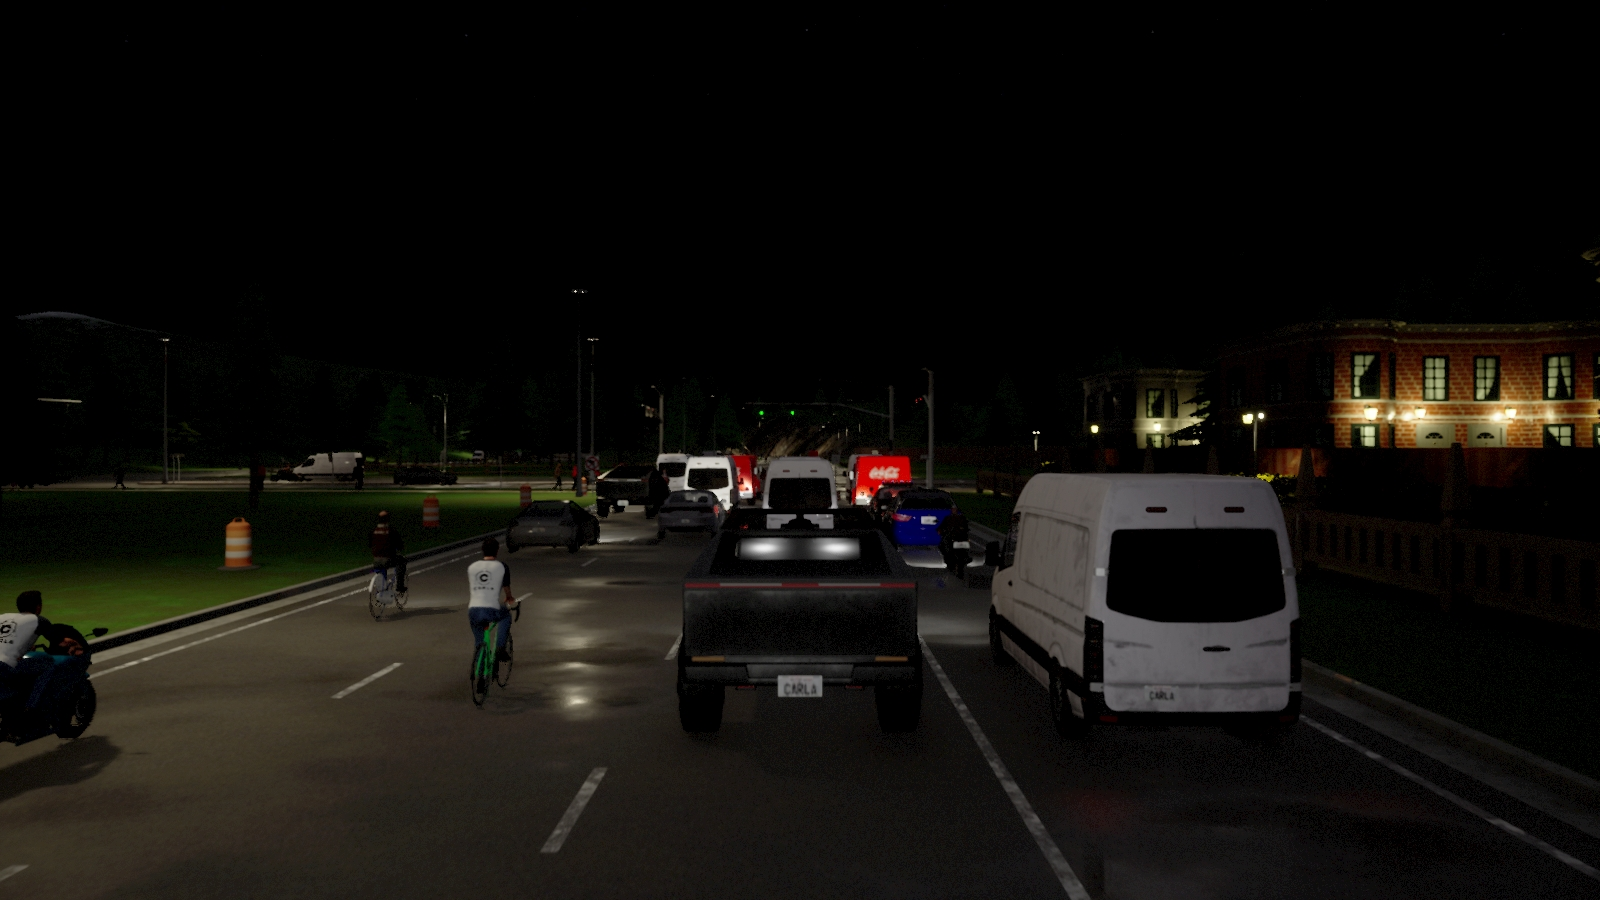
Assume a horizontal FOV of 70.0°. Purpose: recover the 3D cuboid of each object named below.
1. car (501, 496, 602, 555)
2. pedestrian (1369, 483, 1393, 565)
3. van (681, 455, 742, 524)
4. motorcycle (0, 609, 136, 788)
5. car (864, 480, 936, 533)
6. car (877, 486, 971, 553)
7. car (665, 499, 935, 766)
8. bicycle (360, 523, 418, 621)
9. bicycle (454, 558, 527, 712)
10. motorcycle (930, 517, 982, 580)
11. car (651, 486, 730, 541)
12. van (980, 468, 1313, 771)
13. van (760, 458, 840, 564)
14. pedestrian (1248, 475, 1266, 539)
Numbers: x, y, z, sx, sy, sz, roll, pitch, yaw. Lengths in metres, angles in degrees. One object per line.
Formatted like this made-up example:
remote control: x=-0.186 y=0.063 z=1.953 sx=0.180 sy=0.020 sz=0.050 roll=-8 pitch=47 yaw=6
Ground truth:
car: x=-6.998 y=2.107 z=32.612 sx=1.994 sy=1.385 sz=4.181 roll=0 pitch=0 yaw=0
pedestrian: x=13.372 y=1.686 z=26.292 sx=0.375 sy=1.860 sz=0.375 roll=0 pitch=0 yaw=0
van: x=-3.504 y=1.517 z=46.277 sx=1.988 sy=2.561 sz=5.915 roll=0 pitch=0 yaw=0
motorcycle: x=-7.000 y=2.182 z=10.329 sx=0.803 sy=1.199 sz=2.033 roll=0 pitch=0 yaw=0
car: x=3.501 y=1.967 z=40.965 sx=2.097 sy=1.638 sz=5.238 roll=0 pitch=0 yaw=0
car: x=3.501 y=1.955 z=33.118 sx=2.242 sy=1.667 sz=4.611 roll=0 pitch=0 yaw=0
car: x=0.001 y=1.748 z=13.264 sx=2.390 sy=2.098 sz=6.274 roll=0 pitch=0 yaw=0
bicycle: x=-7.004 y=2.052 z=19.546 sx=0.329 sy=1.471 sz=1.835 roll=0 pitch=0 yaw=0
bicycle: x=-3.499 y=2.051 z=13.016 sx=0.373 sy=1.496 sz=1.643 roll=0 pitch=0 yaw=0
motorcycle: x=3.501 y=2.195 z=25.841 sx=0.867 sy=1.251 sz=2.209 roll=0 pitch=0 yaw=0
car: x=-3.495 y=2.020 z=37.415 sx=2.097 sy=1.535 sz=5.006 roll=0 pitch=0 yaw=0
van: x=3.497 y=1.529 z=12.969 sx=1.988 sy=2.561 sz=5.915 roll=0 pitch=0 yaw=0
van: x=-0.003 y=1.523 z=31.125 sx=1.988 sy=2.561 sz=5.915 roll=0 pitch=0 yaw=0
pedestrian: x=13.461 y=1.684 z=33.645 sx=0.375 sy=1.860 sz=0.375 roll=0 pitch=0 yaw=1
